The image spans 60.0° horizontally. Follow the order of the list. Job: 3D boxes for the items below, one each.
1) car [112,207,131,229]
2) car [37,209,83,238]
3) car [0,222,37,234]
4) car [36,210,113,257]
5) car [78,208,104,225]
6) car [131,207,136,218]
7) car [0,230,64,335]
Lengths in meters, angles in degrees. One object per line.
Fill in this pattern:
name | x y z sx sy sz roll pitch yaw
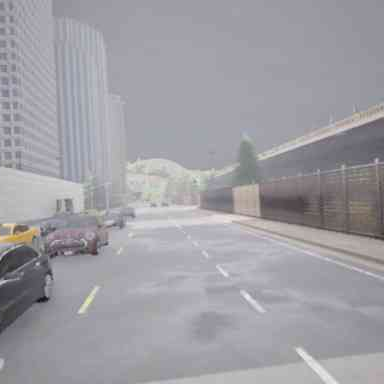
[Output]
car | -6.731 2.335 28.578 2.128 1.511 4.902 -3 -1 -7
car | -9.883 2.325 25.388 2.097 1.767 4.553 -3 -1 -7
car | -8.682 2.210 15.247 1.882 1.535 5.008 -3 -1 -7
car | -5.191 1.885 15.421 2.097 1.767 4.553 -3 -1 -7
car | -11.268 2.734 37.417 1.882 1.535 5.008 -3 -1 -7
car | -8.504 2.721 44.295 1.837 1.490 4.892 -3 -1 -7
car | -4.101 1.820 6.281 1.837 1.490 4.892 -3 -1 -7
